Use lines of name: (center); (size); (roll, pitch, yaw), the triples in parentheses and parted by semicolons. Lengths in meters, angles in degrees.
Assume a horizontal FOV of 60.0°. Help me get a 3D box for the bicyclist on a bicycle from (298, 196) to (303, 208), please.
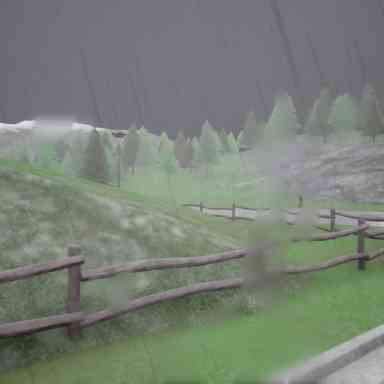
bicyclist on a bicycle: (14.321, 1.302, 43.832); (0.582, 1.620, 1.656); (0, 0, 34)
